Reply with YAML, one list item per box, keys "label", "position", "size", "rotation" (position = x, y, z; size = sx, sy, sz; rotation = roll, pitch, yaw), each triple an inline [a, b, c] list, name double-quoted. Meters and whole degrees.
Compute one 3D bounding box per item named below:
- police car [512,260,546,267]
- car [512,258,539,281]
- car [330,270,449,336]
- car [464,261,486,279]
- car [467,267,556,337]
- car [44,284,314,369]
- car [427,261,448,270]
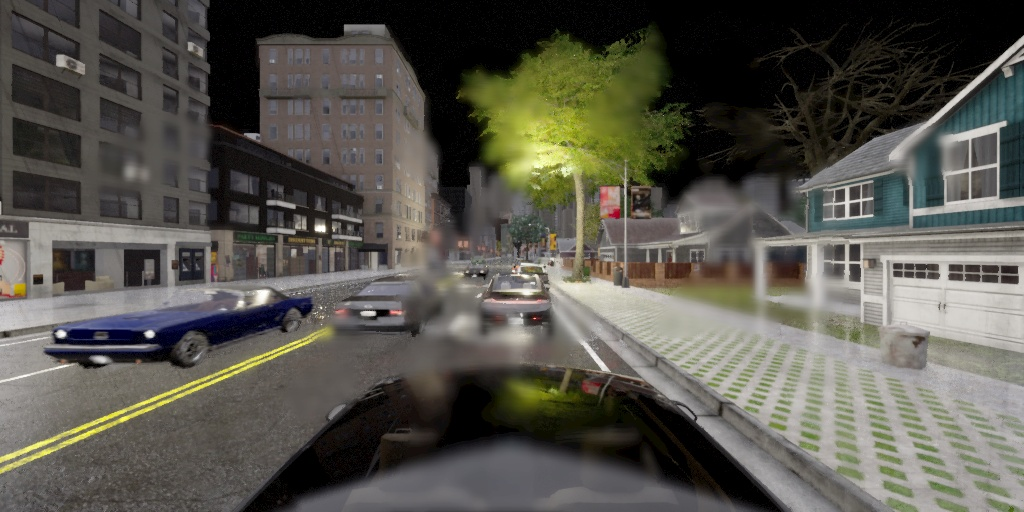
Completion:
- label: "police car"
  position: [1.044, 1.165, 20.583]
  size: [1.930, 1.638, 5.238]
  rotation: [0, 0, 0]
- label: "car"
  position: [1.080, 1.082, 30.443]
  size: [2.097, 1.767, 4.553]
  rotation: [0, 0, 0]
- label: "car"
  position: [-3.121, 1.295, 10.288]
  size: [2.033, 1.411, 5.357]
  rotation: [0, 0, 0]
- label: "car"
  position: [-3.040, 1.330, 31.762]
  size: [1.895, 1.301, 4.718]
  rotation: [0, 0, 0]
- label: "car"
  position: [0.130, 1.239, 10.333]
  size: [2.128, 1.511, 4.902]
  rotation: [0, 0, 0]
- label: "car"
  position: [-6.578, 1.349, 7.948]
  size: [1.895, 1.301, 4.718]
  rotation: [0, 0, 0]
- label: "car"
  position: [-9.682, 1.279, 46.838]
  size: [1.994, 1.385, 4.181]
  rotation: [0, 0, 0]
